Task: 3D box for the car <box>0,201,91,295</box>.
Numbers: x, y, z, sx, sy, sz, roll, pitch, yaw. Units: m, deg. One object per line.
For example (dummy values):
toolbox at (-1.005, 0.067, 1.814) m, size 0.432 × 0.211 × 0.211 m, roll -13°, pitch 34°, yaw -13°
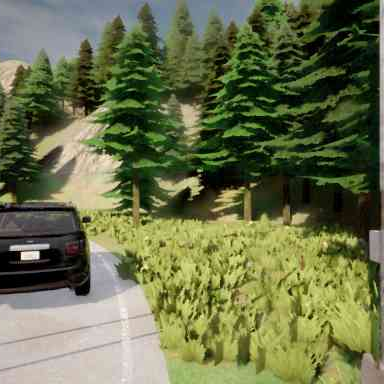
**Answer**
car at (-3.807, 1.245, 8.497) m, size 2.150 × 2.045 × 5.566 m, roll 0°, pitch 0°, yaw -20°
